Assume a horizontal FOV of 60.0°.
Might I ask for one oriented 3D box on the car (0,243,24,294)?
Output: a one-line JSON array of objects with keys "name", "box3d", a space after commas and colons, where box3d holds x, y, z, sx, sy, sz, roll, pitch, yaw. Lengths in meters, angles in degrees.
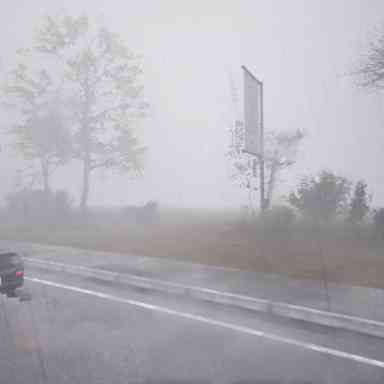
[{"name": "car", "box3d": [-5.662, 1.531, 7.407, 4.674, 1.442, 1.812, 0, 0, 31]}]
